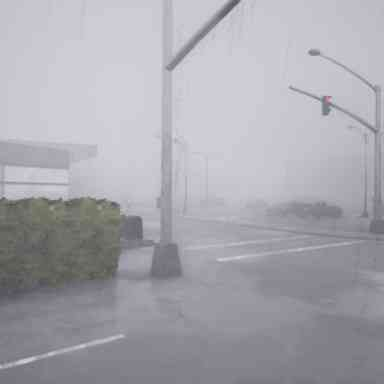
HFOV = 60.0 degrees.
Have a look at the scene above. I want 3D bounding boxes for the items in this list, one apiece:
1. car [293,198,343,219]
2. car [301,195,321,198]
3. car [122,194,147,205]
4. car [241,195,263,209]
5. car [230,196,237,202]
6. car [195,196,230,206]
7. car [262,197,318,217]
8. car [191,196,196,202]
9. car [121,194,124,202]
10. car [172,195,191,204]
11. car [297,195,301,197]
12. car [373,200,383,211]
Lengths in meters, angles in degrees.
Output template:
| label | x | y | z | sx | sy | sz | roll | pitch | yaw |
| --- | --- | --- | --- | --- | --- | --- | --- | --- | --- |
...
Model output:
| label | x | y | z | sx | sy | sz | roll | pitch | yaw |
| --- | --- | --- | --- | --- | --- | --- | --- | --- | --- |
| car | 11.421 | 1.551 | 29.477 | 4.514 | 1.523 | 2.007 | 1 | 0 | -35 |
| car | 22.214 | 1.521 | 59.713 | 4.605 | 1.855 | 1.932 | 1 | 0 | -35 |
| car | -10.094 | 1.578 | 60.062 | 3.806 | 1.475 | 1.970 | 1 | 0 | -35 |
| car | 9.081 | 1.594 | 46.123 | 3.633 | 1.501 | 1.845 | 1 | 0 | -35 |
| car | 8.936 | 1.653 | 77.416 | 3.806 | 1.475 | 1.970 | 1 | 0 | -35 |
| car | 3.389 | 1.575 | 54.336 | 4.514 | 1.523 | 2.007 | 1 | 0 | -35 |
| car | 9.581 | 1.542 | 32.017 | 5.027 | 1.636 | 2.152 | 1 | 0 | -35 |
| car | 1.060 | 1.663 | 76.378 | 4.514 | 1.523 | 2.007 | 1 | 0 | -35 |
| car | -11.496 | 1.299 | 63.138 | 3.866 | 1.878 | 1.905 | 1 | 0 | -35 |
| car | -3.165 | 1.382 | 64.953 | 4.605 | 1.855 | 1.932 | 1 | 0 | -35 |
| car | 20.211 | 1.498 | 61.858 | 3.866 | 1.878 | 1.905 | 1 | 0 | -35 |
| car | 24.961 | 1.745 | 42.593 | 3.806 | 1.475 | 1.970 | 1 | 0 | -35 |
